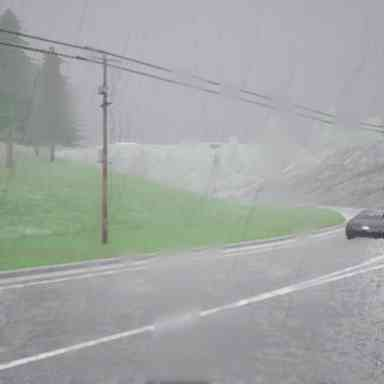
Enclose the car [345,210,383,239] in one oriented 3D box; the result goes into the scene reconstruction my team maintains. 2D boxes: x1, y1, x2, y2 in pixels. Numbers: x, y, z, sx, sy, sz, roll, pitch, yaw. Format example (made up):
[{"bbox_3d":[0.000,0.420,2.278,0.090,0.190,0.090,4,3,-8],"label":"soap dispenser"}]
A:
[{"bbox_3d":[9.159,1.584,16.483,1.994,1.385,4.181,0,0,42],"label":"car"}]
